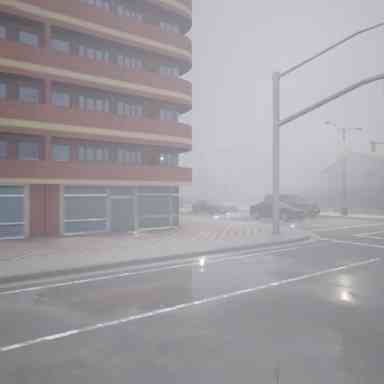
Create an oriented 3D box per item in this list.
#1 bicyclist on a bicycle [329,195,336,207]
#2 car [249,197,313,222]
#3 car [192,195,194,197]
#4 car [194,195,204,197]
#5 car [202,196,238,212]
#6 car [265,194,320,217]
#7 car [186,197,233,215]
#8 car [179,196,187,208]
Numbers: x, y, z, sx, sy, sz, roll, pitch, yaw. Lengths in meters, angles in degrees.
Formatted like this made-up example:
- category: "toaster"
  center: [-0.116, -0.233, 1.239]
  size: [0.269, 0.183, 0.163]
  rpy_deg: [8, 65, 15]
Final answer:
- category: "bicyclist on a bicycle"
  center: [19.354, 1.301, 45.898]
  size: [1.656, 1.620, 0.582]
  rpy_deg: [0, 0, -35]
- category: "car"
  center: [6.867, 1.478, 27.014]
  size: [1.882, 1.535, 5.008]
  rpy_deg: [0, 0, -34]
- category: "car"
  center: [-2.064, 1.526, 60.548]
  size: [1.812, 1.442, 4.674]
  rpy_deg: [0, 0, -34]
- category: "car"
  center: [0.787, 1.352, 62.494]
  size: [2.097, 1.767, 4.553]
  rpy_deg: [0, 0, -35]
- category: "car"
  center: [3.315, 1.526, 38.390]
  size: [1.812, 1.442, 4.674]
  rpy_deg: [0, 0, -35]
- category: "car"
  center: [8.854, 1.221, 30.344]
  size: [2.150, 2.045, 5.566]
  rpy_deg: [0, 0, -34]
- category: "car"
  center: [1.744, 1.526, 34.491]
  size: [1.812, 1.442, 4.674]
  rpy_deg: [0, 0, -35]
- category: "car"
  center: [-2.952, 1.506, 47.483]
  size: [1.837, 1.490, 4.892]
  rpy_deg: [0, 0, -34]
